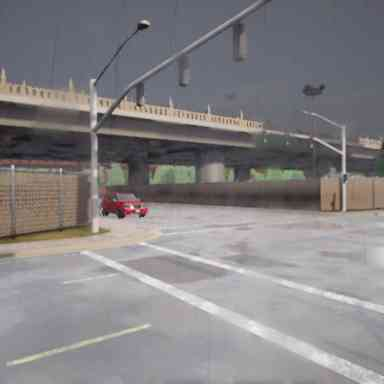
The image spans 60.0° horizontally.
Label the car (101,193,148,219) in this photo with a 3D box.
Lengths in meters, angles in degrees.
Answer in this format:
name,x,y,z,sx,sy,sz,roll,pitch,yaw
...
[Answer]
name,x,y,z,sx,sy,sz,roll,pitch,yaw
car,-5.829,1.113,28.144,2.150,2.045,5.566,-1,1,-36
